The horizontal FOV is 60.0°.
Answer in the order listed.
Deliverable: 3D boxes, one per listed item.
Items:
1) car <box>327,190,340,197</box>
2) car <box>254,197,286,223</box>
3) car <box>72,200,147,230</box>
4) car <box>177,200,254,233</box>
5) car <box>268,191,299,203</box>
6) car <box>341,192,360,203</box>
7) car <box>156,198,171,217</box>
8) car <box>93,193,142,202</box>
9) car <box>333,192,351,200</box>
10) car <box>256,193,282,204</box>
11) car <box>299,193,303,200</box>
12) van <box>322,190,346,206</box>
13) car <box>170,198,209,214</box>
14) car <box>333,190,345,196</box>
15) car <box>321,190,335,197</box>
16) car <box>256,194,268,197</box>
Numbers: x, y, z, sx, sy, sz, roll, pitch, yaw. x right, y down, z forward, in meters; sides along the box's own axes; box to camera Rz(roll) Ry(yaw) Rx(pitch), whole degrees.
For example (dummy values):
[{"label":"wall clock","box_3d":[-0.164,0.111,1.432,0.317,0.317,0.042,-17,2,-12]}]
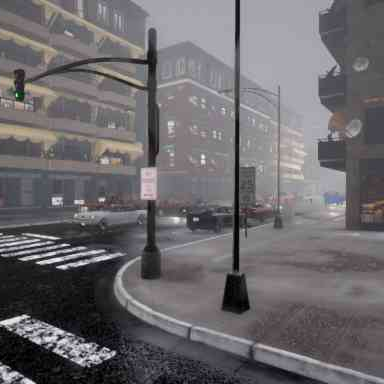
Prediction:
[{"label":"car","box_3d":[33.027,0.337,77.497,1.802,1.307,4.206,2,2,35]},{"label":"car","box_3d":[4.598,1.283,22.529,1.802,1.307,4.206,2,2,35]},{"label":"car","box_3d":[-4.565,1.368,19.578,1.895,1.301,4.718,1,1,35]},{"label":"car","box_3d":[1.392,1.348,17.974,1.947,1.339,4.313,2,2,35]},{"label":"car","box_3d":[11.488,0.718,42.339,2.097,1.767,4.553,1,1,36]},{"label":"car","box_3d":[23.831,0.764,49.863,1.887,1.381,4.507,2,2,35]},{"label":"car","box_3d":[-2.233,1.181,27.383,1.887,1.381,4.507,2,2,35]},{"label":"car","box_3d":[-5.436,1.031,22.821,2.192,1.841,5.009,2,2,35]},{"label":"car","box_3d":[25.871,0.696,57.282,1.895,1.301,4.718,1,1,35]},{"label":"car","box_3d":[10.589,0.881,45.606,1.947,1.339,4.313,2,2,35]},{"label":"car","box_3d":[17.000,0.720,54.718,1.947,1.339,4.313,2,2,35]},{"label":"van","box_3d":[17.422,0.721,40.748,1.690,1.788,3.998,2,2,35]},{"label":"car","box_3d":[0.529,1.203,26.843,1.994,1.385,4.181,1,1,34]},{"label":"car","box_3d":[36.233,0.257,82.053,1.802,1.307,4.206,2,2,35]},{"label":"car","box_3d":[29.822,0.379,72.941,1.887,1.381,4.507,2,2,35]},{"label":"car","box_3d":[5.782,1.013,34.279,1.837,1.490,4.892,1,1,35]}]
